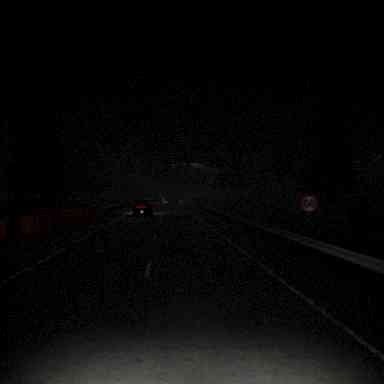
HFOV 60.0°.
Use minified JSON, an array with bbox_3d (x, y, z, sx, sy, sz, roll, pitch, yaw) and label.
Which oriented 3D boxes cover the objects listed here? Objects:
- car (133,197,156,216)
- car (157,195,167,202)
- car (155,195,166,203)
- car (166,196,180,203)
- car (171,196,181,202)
[{"bbox_3d":[-4.827,1.578,33.196,1.837,1.490,4.892,1,0,-5],"label":"car"},{"bbox_3d":[-7.506,1.597,83.123,1.812,1.442,4.674,1,0,2],"label":"car"},{"bbox_3d":[-7.525,1.705,72.794,2.128,1.511,4.902,1,0,0],"label":"car"},{"bbox_3d":[-4.032,1.740,73.338,1.812,1.442,4.674,1,0,0],"label":"car"},{"bbox_3d":[-3.996,1.719,83.513,1.895,1.301,4.718,1,0,2],"label":"car"}]
